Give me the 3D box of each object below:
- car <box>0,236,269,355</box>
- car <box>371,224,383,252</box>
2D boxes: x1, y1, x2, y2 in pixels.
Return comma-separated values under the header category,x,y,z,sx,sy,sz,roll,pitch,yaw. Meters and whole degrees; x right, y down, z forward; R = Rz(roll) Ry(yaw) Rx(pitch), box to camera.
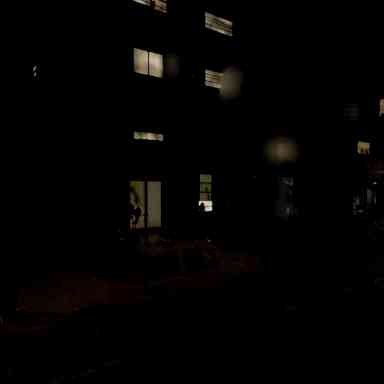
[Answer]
category,x,y,z,sx,sy,sz,roll,pitch,yaw
car,-0.697,1.525,6.060,4.829,1.417,1.752,0,0,-35
car,8.451,1.550,12.556,4.403,1.369,2.008,0,0,-35
